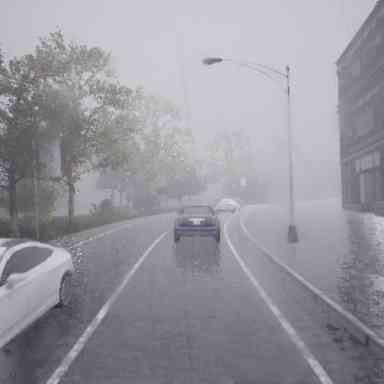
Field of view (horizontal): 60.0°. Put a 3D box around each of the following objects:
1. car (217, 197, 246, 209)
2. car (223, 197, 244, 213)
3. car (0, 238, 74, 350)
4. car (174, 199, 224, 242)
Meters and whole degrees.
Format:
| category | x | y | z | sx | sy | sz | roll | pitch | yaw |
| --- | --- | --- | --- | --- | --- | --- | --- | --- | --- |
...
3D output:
| category | x | y | z | sx | sy | sz | roll | pitch | yaw |
| --- | --- | --- | --- | --- | --- | --- | --- | --- | --- |
| car | 5.669 | 1.471 | 46.816 | 2.033 | 1.411 | 5.357 | -3 | -1 | 30 |
| car | 3.788 | 1.397 | 34.423 | 1.812 | 1.442 | 4.674 | -2 | 0 | 19 |
| car | -3.333 | 1.530 | 5.186 | 1.812 | 1.442 | 4.674 | 0 | 0 | 0 |
| car | 0.319 | 1.328 | 16.485 | 2.097 | 1.767 | 4.553 | 0 | 0 | 3 |
